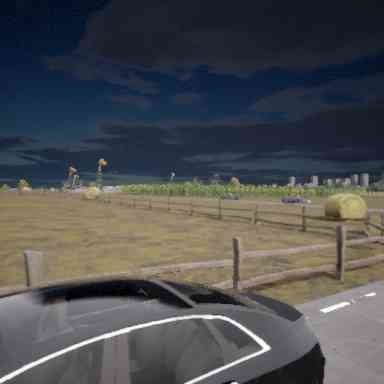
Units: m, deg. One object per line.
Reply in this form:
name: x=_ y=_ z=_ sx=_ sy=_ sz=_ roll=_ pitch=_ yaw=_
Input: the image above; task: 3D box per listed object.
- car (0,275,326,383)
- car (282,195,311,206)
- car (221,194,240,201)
car: x=-1.039 y=1.510 z=2.326 sx=4.892 sy=1.490 sz=1.837 roll=1 pitch=-1 yaw=-36
car: x=16.632 y=1.316 z=53.111 sx=2.128 sy=1.511 sz=4.902 roll=2 pitch=0 yaw=-35
car: x=7.606 y=1.042 z=65.994 sx=1.994 sy=1.385 sz=4.181 roll=2 pitch=0 yaw=-35
